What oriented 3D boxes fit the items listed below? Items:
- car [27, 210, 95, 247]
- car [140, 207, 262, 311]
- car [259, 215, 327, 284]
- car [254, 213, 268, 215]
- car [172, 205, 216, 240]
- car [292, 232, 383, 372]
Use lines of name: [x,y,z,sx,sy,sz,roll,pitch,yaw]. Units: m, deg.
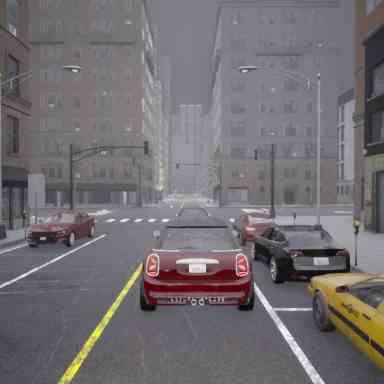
car: [-5.707,1.540,14.983,1.887,1.381,4.507,-1,0,0]
car: [0.086,1.350,7.920,2.097,1.767,4.553,0,0,0]
car: [2.849,1.563,9.416,1.947,1.339,4.313,-1,0,0]
car: [2.839,1.577,15.002,1.802,1.307,4.206,-1,0,0]
car: [0.064,1.542,18.159,2.033,1.411,5.357,0,0,0]
car: [2.859,1.524,4.000,1.752,1.417,4.829,-1,0,0]
